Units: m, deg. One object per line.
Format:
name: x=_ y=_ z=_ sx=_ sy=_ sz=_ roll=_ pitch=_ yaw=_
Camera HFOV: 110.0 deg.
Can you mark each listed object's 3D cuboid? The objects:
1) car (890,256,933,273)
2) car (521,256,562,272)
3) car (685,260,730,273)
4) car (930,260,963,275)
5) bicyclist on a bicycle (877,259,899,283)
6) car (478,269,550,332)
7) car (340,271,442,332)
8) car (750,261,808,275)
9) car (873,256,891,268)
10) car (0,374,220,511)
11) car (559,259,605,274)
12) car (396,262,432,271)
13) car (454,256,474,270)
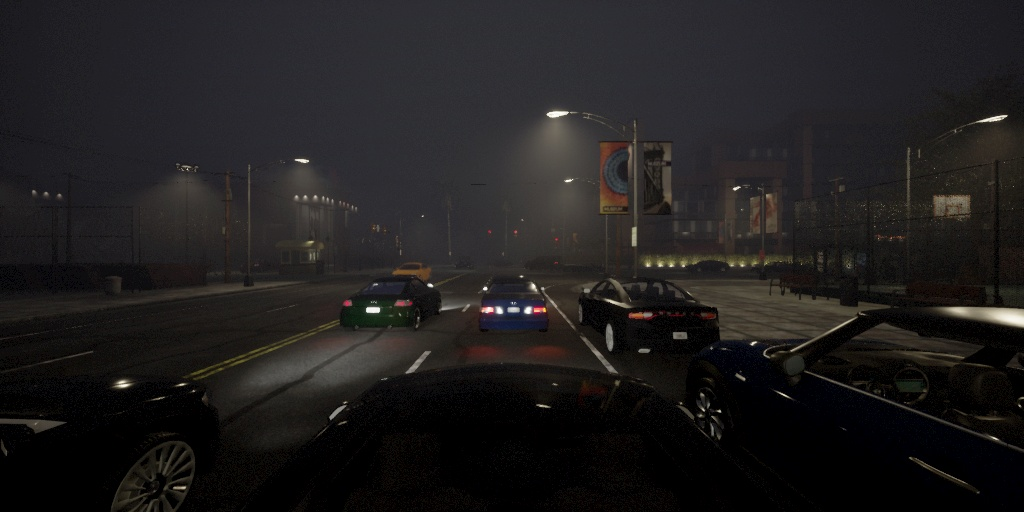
car: x=45.120 y=0.957 z=39.546 sx=4.181 sy=1.385 sz=1.994 roll=0 pitch=0 yaw=-1
car: x=4.239 y=0.971 z=46.722 sx=5.566 sy=2.045 sz=2.150 roll=0 pitch=1 yaw=44
car: x=23.369 y=1.250 z=42.934 sx=4.892 sy=1.490 sz=1.837 roll=-1 pitch=0 yaw=-1
car: x=45.154 y=1.314 z=36.046 sx=4.181 sy=1.385 sz=1.994 roll=0 pitch=0 yaw=-1
bicyclist on a bicycle: x=26.060 y=1.051 z=24.979 sx=0.582 sy=1.620 sz=1.656 roll=0 pitch=0 yaw=-1
car: x=0.055 y=1.297 z=10.827 sx=2.033 sy=1.411 sz=5.357 roll=0 pitch=0 yaw=0
car: x=-3.444 y=1.314 z=10.930 sx=1.994 sy=1.385 sz=4.181 roll=0 pitch=0 yaw=0
car: x=29.378 y=1.297 z=39.488 sx=5.357 sy=1.411 sz=2.033 roll=0 pitch=0 yaw=0
car: x=44.554 y=0.971 z=43.046 sx=5.566 sy=2.045 sz=2.150 roll=0 pitch=0 yaw=0
car: x=-3.400 y=1.242 z=1.057 sx=2.128 sy=1.511 sz=4.902 roll=0 pitch=0 yaw=0
car: x=8.048 y=1.351 z=40.260 sx=4.718 sy=1.301 sz=1.895 roll=0 pitch=0 yaw=14
car: x=-7.116 y=1.227 z=25.812 sx=1.882 sy=1.535 sz=5.008 roll=0 pitch=0 yaw=0
car: x=-6.964 y=0.971 z=52.810 sx=2.150 sy=2.045 sz=5.566 roll=0 pitch=0 yaw=2
